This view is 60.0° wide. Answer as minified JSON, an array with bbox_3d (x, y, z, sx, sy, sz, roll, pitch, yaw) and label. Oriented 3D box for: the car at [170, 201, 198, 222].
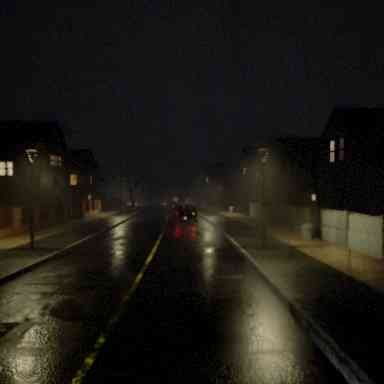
[{"bbox_3d":[-0.631,1.686,27.099,1.895,1.301,4.718,0,0,-3],"label":"car"}]
